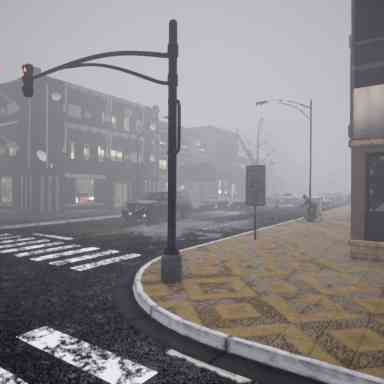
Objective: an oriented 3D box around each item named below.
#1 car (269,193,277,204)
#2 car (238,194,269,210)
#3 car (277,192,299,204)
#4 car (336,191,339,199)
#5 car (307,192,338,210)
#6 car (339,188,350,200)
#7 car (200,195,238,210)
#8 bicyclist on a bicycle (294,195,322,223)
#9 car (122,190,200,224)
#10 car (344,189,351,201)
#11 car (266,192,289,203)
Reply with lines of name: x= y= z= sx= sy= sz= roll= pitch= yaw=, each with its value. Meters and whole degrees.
car: x=8.886 y=0.821 z=42.604 sx=1.887 sy=1.381 sz=4.507 roll=2 pitch=2 yaw=35
car: x=5.655 y=1.055 z=33.285 sx=1.895 sy=1.301 sz=4.718 roll=1 pitch=1 yaw=35
car: x=12.381 y=0.789 z=42.926 sx=1.812 sy=1.442 sz=4.674 roll=1 pitch=1 yaw=35
car: x=18.555 y=0.788 z=46.299 sx=1.895 sy=1.301 sz=4.718 roll=1 pitch=1 yaw=35
car: x=12.673 y=0.993 z=33.051 sx=2.008 sy=1.369 sz=4.403 roll=2 pitch=2 yaw=35
car: x=24.237 y=0.572 z=54.535 sx=2.033 sy=1.411 sz=5.357 roll=1 pitch=1 yaw=36
car: x=2.411 y=1.011 z=33.359 sx=2.008 sy=1.369 sz=4.403 roll=2 pitch=2 yaw=35
bicyclist on a bicycle: x=6.797 y=1.003 z=19.582 sx=1.656 sy=1.620 sz=0.582 roll=0 pitch=1 yaw=35
car: x=-2.104 y=0.901 z=22.072 sx=2.150 sy=2.045 sz=5.566 roll=1 pitch=1 yaw=35
car: x=25.436 y=0.619 z=51.669 sx=1.887 sy=1.381 sz=4.507 roll=2 pitch=2 yaw=35
car: x=12.126 y=0.767 z=47.226 sx=1.802 sy=1.307 sz=4.206 roll=2 pitch=2 yaw=35
